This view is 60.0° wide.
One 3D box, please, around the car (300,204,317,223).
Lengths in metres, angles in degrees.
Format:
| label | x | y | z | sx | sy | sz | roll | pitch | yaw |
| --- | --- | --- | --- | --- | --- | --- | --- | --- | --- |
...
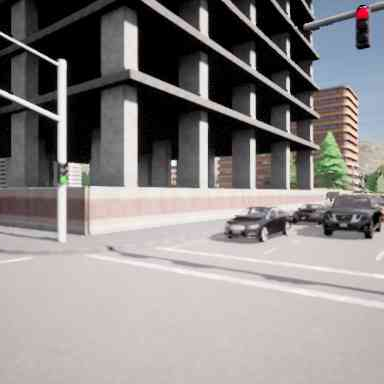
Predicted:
| label | x | y | z | sx | sy | sz | roll | pitch | yaw |
| --- | --- | --- | --- | --- | --- | --- | --- | --- | --- |
| car | 8.492 | 1.540 | 23.598 | 1.994 | 1.385 | 4.181 | 0 | 0 | 35 |

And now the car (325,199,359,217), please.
| label | x | y | z | sx | sy | sz | roll | pitch | yaw |
| --- | --- | --- | --- | --- | --- | --- | --- | --- | --- |
| car | 14.534 | 1.469 | 32.112 | 2.128 | 1.511 | 4.902 | 0 | 0 | 35 |

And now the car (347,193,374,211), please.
| label | x | y | z | sx | sy | sz | roll | pitch | yaw |
| --- | --- | --- | --- | --- | --- | --- | --- | --- | --- |
| car | 20.758 | 1.201 | 40.823 | 2.150 | 2.045 | 5.566 | 0 | 0 | 36 |

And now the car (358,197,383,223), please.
| label | x | y | z | sx | sy | sz | roll | pitch | yaw |
| --- | --- | --- | --- | --- | --- | --- | --- | --- | --- |
| car | 14.539 | 1.331 | 26.070 | 2.097 | 1.767 | 4.553 | 0 | 0 | 35 |

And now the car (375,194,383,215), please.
| label | x | y | z | sx | sy | sz | roll | pitch | yaw |
| --- | --- | --- | --- | --- | --- | --- | --- | --- | --- |
| car | 20.633 | 1.202 | 34.641 | 2.150 | 2.045 | 5.566 | 0 | 0 | 36 |

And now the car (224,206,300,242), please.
| label | x | y | z | sx | sy | sz | roll | pitch | yaw |
| --- | --- | --- | --- | --- | --- | --- | --- | --- | --- |
| car | 3.335 | 1.466 | 16.335 | 2.128 | 1.511 | 4.902 | 0 | 0 | 36 |

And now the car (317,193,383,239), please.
| label | x | y | z | sx | sy | sz | roll | pitch | yaw |
| --- | --- | --- | --- | --- | --- | --- | --- | --- | --- |
| car | 8.644 | 1.198 | 17.755 | 2.150 | 2.045 | 5.566 | 0 | 0 | 35 |
